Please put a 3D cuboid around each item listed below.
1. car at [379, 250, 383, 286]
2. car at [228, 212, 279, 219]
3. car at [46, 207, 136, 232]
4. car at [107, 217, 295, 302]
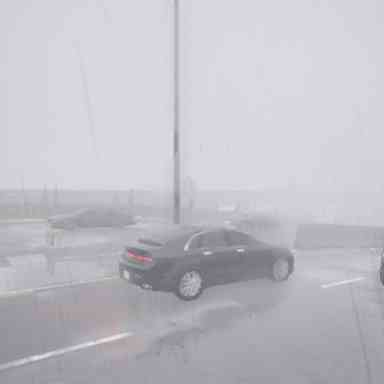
[{"bbox_3d":[6.924,1.615,8.680,4.553,1.767,2.097,3,-2,-35],"label":"car"},{"bbox_3d":[4.366,2.187,24.277,4.902,1.511,2.128,5,-3,-35],"label":"car"},{"bbox_3d":[-6.227,1.672,21.031,5.357,1.411,2.033,2,-1,-35],"label":"car"},{"bbox_3d":[0.596,1.576,8.468,4.892,1.490,1.837,2,-1,-35],"label":"car"}]
